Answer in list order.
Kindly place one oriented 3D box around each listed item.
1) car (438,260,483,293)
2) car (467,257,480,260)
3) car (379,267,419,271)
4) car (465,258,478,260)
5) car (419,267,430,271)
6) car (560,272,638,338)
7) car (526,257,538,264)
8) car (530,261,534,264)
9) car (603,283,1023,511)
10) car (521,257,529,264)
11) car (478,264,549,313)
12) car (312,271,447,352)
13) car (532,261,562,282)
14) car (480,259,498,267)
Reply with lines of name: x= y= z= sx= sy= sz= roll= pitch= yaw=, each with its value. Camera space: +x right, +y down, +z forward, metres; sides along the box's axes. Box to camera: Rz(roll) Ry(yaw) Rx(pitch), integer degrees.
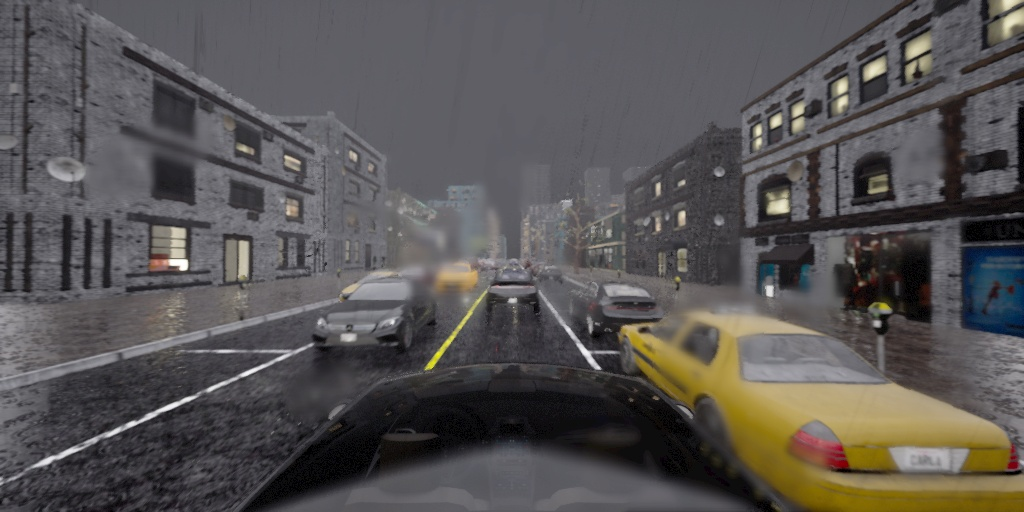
car: x=-3.004 y=1.228 z=20.753 sx=1.882 sy=1.535 sz=5.008 roll=0 pitch=0 yaw=0
car: x=-5.482 y=1.071 z=48.765 sx=2.192 sy=1.841 sz=5.009 roll=0 pitch=0 yaw=0
car: x=-5.634 y=1.268 z=15.397 sx=1.751 sy=1.417 sz=4.829 roll=0 pitch=0 yaw=0
car: x=-5.508 y=1.279 z=43.062 sx=1.751 sy=1.417 sz=4.829 roll=0 pitch=0 yaw=0
car: x=-5.608 y=1.327 z=21.100 sx=1.802 sy=1.307 sz=4.207 roll=0 pitch=0 yaw=0
car: x=2.721 y=1.308 z=9.994 sx=2.007 sy=1.370 sz=4.403 roll=0 pitch=0 yaw=0
car: x=2.848 y=1.208 z=37.659 sx=1.967 sy=1.591 sz=4.097 roll=0 pitch=0 yaw=0
car: x=2.822 y=1.348 z=32.126 sx=1.802 sy=1.307 sz=4.207 roll=0 pitch=0 yaw=0
car: x=2.696 y=1.282 z=4.631 sx=1.751 sy=1.417 sz=4.829 roll=0 pitch=0 yaw=0
car: x=2.925 y=1.091 z=54.258 sx=2.192 sy=1.841 sz=5.009 roll=0 pitch=0 yaw=0
car: x=0.055 y=1.250 z=14.123 sx=2.128 sy=1.511 sz=4.902 roll=0 pitch=0 yaw=0
car: x=-3.060 y=1.272 z=9.061 sx=1.812 sy=1.442 sz=4.674 roll=0 pitch=0 yaw=0
car: x=2.797 y=1.314 z=26.593 sx=2.007 sy=1.370 sz=4.403 roll=0 pitch=0 yaw=0
car: x=-2.804 y=1.288 z=46.628 sx=1.812 sy=1.442 sz=4.674 roll=0 pitch=0 yaw=0
